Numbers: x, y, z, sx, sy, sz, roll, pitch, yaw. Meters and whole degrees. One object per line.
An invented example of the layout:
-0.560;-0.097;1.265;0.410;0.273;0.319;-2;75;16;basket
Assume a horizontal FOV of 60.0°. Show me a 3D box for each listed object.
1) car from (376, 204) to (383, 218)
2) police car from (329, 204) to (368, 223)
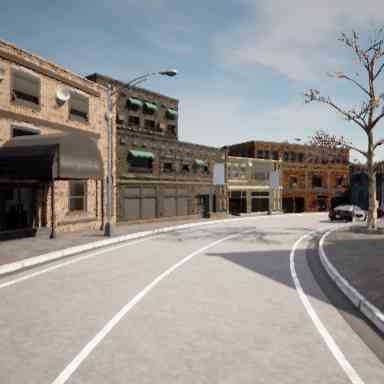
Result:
21.606;1.952;35.158;4.553;1.767;2.097;1;0;-29;car
14.158;1.866;29.775;5.238;1.638;1.930;1;0;-43;police car
